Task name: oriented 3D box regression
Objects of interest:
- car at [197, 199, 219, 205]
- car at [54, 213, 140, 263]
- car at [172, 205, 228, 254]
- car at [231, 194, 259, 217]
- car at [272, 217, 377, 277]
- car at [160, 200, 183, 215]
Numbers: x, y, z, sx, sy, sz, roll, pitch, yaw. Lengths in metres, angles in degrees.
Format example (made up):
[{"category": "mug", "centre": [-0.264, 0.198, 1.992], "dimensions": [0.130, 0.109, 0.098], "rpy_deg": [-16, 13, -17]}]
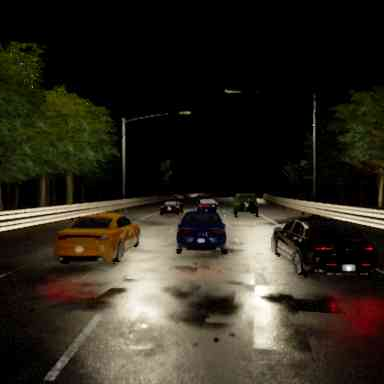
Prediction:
[{"category": "car", "centre": [1.541, 1.453, 32.418], "dimensions": [2.128, 1.511, 4.902], "rpy_deg": [0, 1, 5]}, {"category": "car", "centre": [-3.158, 1.504, 12.049], "dimensions": [1.882, 1.535, 5.008], "rpy_deg": [0, 0, 2]}, {"category": "car", "centre": [0.409, 1.509, 13.805], "dimensions": [1.882, 1.535, 5.008], "rpy_deg": [0, 0, 2]}, {"category": "car", "centre": [4.945, 1.192, 31.284], "dimensions": [2.150, 2.045, 5.566], "rpy_deg": [0, 1, 5]}, {"category": "car", "centre": [3.786, 1.532, 10.290], "dimensions": [1.837, 1.490, 4.892], "rpy_deg": [0, 0, 2]}, {"category": "car", "centre": [-1.912, 1.521, 33.080], "dimensions": [1.994, 1.385, 4.181], "rpy_deg": [0, 1, 5]}]
